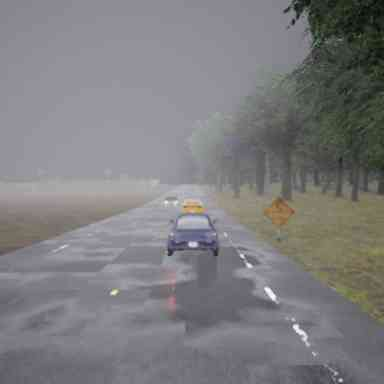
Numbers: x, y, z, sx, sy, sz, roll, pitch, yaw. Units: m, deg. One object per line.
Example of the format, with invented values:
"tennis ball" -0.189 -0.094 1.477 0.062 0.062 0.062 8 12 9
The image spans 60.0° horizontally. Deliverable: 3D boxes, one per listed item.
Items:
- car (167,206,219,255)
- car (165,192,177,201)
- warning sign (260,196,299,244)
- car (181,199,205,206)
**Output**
"car" 0.054 1.523 13.154 1.812 1.442 4.674 0 1 0
"car" -3.541 0.732 57.567 1.882 1.535 5.008 0 2 0
"warning sign" 3.546 1.113 13.594 1.300 1.860 1.060 0 0 0
"car" 0.061 1.328 28.574 1.882 1.535 5.008 0 1 1
